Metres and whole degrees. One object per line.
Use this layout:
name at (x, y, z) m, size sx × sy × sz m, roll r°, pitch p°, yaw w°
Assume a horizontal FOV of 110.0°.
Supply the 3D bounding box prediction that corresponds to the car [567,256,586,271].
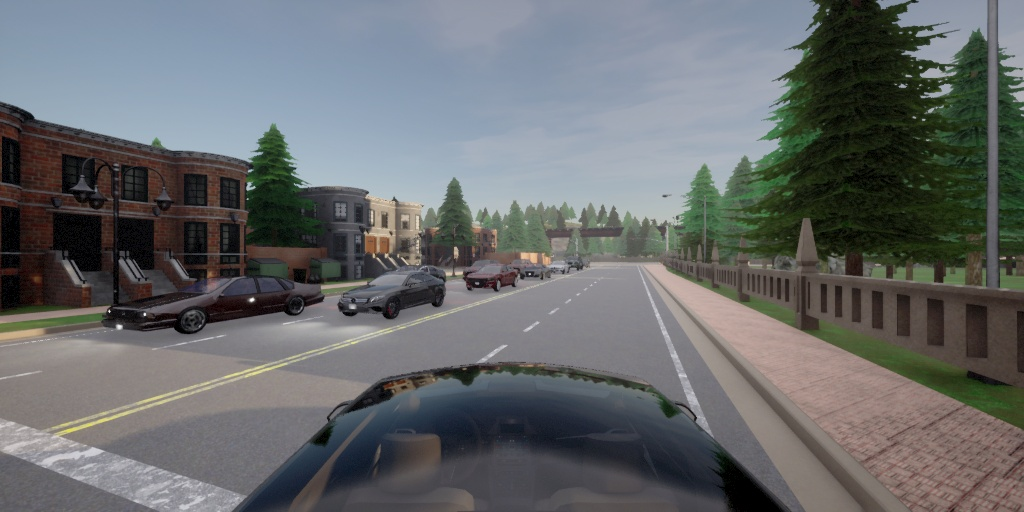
car at (8.711, 0.972, 50.837) m, size 2.150 × 2.045 × 5.566 m, roll 0°, pitch 0°, yaw 19°

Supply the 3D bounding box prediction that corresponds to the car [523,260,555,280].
car at (2.128, 1.314, 31.407) m, size 1.994 × 1.385 × 4.181 m, roll 0°, pitch 0°, yaw 20°

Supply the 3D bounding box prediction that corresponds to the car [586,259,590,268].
car at (12.178, 1.255, 61.010) m, size 1.837 × 1.490 × 4.892 m, roll 0°, pitch 0°, yaw 19°

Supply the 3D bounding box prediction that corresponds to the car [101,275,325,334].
car at (-8.482, 1.297, 11.038) m, size 2.033 × 1.411 × 5.357 m, roll 0°, pitch 0°, yaw 19°

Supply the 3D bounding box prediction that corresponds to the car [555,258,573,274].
car at (5.357, 1.276, 40.960) m, size 1.812 × 1.442 × 4.674 m, roll 0°, pitch 0°, yaw 19°

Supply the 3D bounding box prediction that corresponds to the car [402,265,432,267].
car at (-5.442, 1.242, 20.016) m, size 2.128 × 1.511 × 4.902 m, roll 0°, pitch 0°, yaw 18°

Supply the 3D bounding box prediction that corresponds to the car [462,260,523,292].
car at (-1.095, 1.228, 21.923) m, size 1.882 × 1.535 × 5.008 m, roll 0°, pitch 0°, yaw 19°

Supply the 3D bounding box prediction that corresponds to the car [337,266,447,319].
car at (-4.090, 1.276, 13.088) m, size 1.812 × 1.442 × 4.674 m, roll 0°, pitch 0°, yaw 19°
